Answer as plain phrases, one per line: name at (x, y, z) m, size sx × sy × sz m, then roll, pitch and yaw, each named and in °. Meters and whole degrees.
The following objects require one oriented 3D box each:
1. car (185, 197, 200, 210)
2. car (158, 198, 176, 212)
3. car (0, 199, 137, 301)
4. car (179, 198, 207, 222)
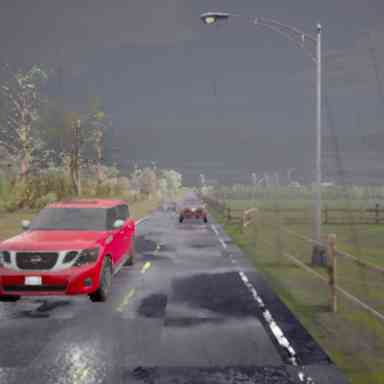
car at (0.102, 1.512, 44.241) m, size 1.837 × 1.490 × 4.892 m, roll 0°, pitch 0°, yaw 0°
car at (-2.807, 1.502, 38.255) m, size 2.128 × 1.511 × 4.902 m, roll 0°, pitch 0°, yaw 0°
car at (-2.840, 1.230, 8.691) m, size 2.150 × 2.045 × 5.566 m, roll 0°, pitch 0°, yaw 0°
car at (0.100, 1.363, 26.767) m, size 2.097 × 1.767 × 4.553 m, roll 0°, pitch 0°, yaw 0°
